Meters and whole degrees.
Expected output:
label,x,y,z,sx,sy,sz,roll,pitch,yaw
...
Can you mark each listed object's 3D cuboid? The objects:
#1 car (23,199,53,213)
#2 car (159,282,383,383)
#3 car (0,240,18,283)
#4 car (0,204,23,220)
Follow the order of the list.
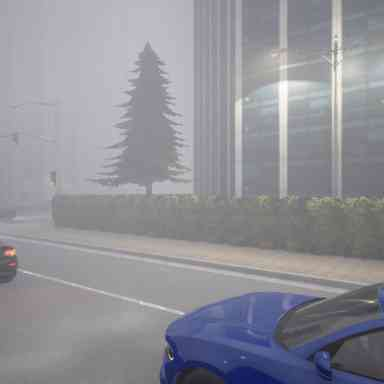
label,x,y,z,sx,sy,sz,roll,pitch,yaw
car,-17.175,1.547,37.424,2.033,1.411,5.357,0,0,36
car,1.974,1.478,2.585,5.008,1.535,1.882,0,0,36
car,-6.154,1.526,8.337,4.674,1.442,1.812,0,0,36
car,-16.242,1.564,26.474,1.994,1.385,4.181,0,0,36
